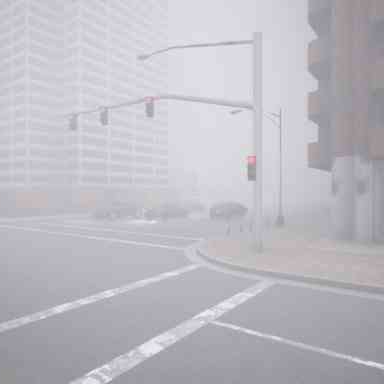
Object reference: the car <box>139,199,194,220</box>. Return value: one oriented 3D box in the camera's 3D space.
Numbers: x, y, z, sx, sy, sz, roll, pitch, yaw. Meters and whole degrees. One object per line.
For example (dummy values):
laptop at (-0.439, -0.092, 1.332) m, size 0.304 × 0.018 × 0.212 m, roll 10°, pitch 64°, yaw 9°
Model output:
car at (-2.082, 1.563, 27.899) m, size 1.994 × 1.385 × 4.181 m, roll 0°, pitch 0°, yaw 35°

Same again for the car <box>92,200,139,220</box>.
car at (-6.192, 1.504, 28.138) m, size 1.837 × 1.490 × 4.892 m, roll 0°, pitch 0°, yaw 35°

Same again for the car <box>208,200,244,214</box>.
car at (3.788, 1.600, 36.235) m, size 1.895 × 1.301 × 4.718 m, roll 0°, pitch 0°, yaw 35°

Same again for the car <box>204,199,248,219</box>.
car at (3.275, 1.563, 29.133) m, size 1.994 × 1.385 × 4.181 m, roll 0°, pitch 0°, yaw 35°

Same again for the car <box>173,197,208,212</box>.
car at (-0.474, 1.563, 36.265) m, size 1.994 × 1.385 × 4.181 m, roll 0°, pitch 0°, yaw 35°
